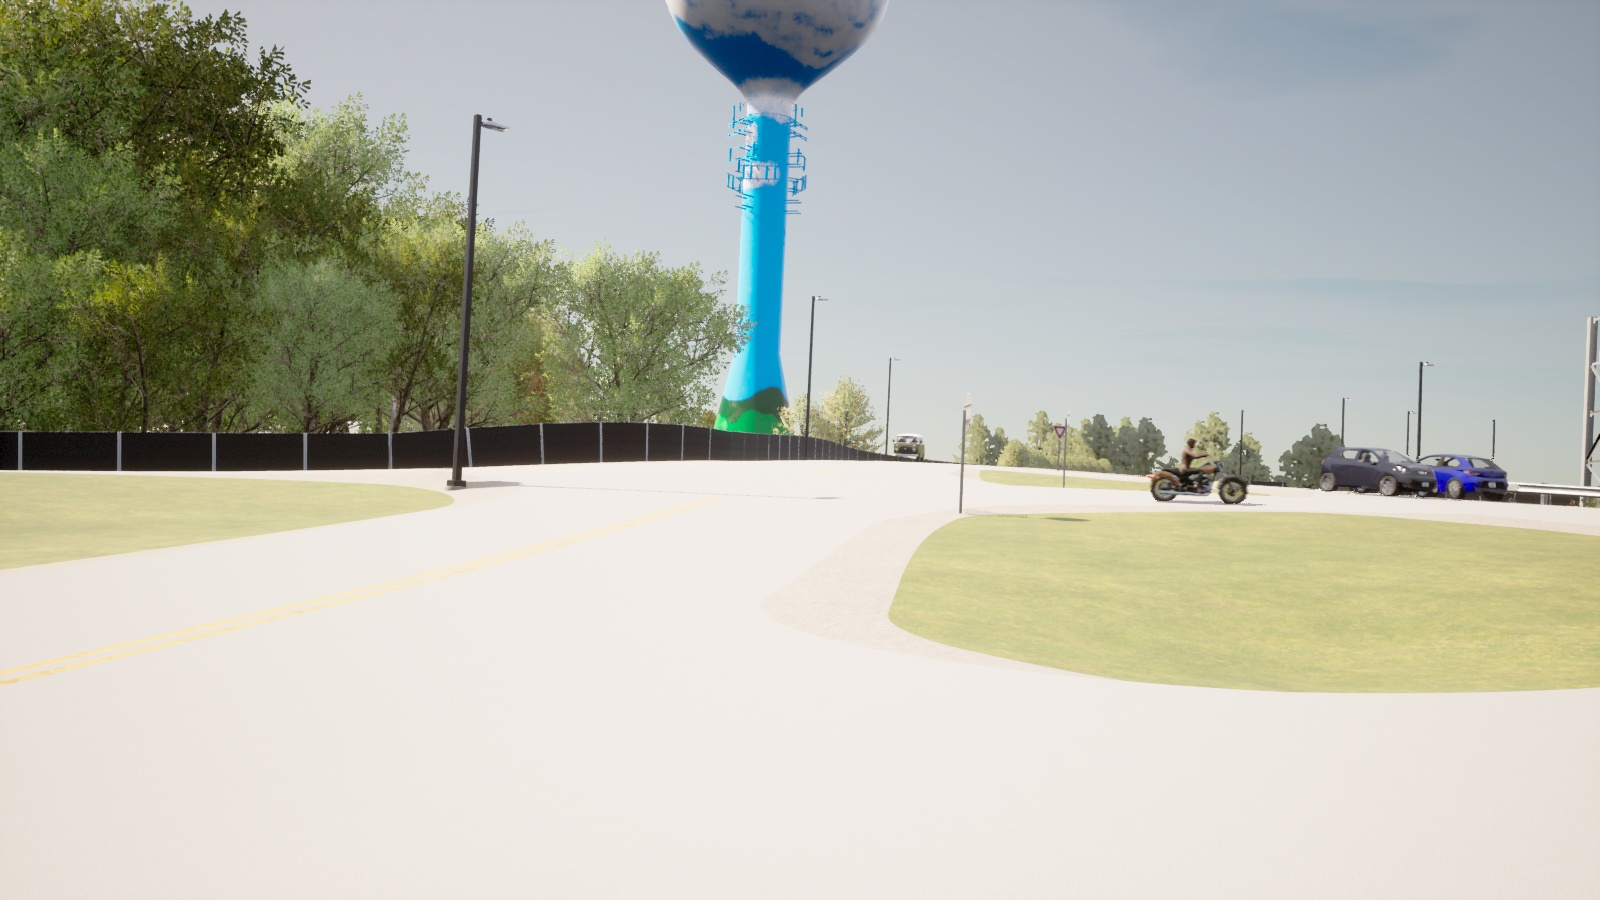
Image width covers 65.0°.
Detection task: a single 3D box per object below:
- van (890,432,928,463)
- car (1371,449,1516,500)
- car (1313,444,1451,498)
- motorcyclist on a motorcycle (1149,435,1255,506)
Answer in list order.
[{"bbox_3d":[7.673,-0.174,88.055,2.069,2.038,4.480,2,0,12],"label":"van"},{"bbox_3d":[21.248,0.781,41.646,1.816,1.474,4.193,3,0,-16],"label":"car"},{"bbox_3d":[18.242,0.636,39.516,1.845,1.501,3.633,3,0,-20],"label":"car"},{"bbox_3d":[9.899,0.486,31.011,2.350,1.649,0.766,2,1,11],"label":"motorcyclist on a motorcycle"}]
